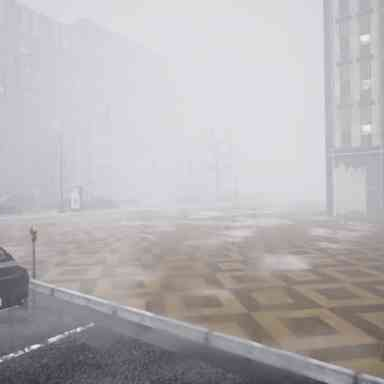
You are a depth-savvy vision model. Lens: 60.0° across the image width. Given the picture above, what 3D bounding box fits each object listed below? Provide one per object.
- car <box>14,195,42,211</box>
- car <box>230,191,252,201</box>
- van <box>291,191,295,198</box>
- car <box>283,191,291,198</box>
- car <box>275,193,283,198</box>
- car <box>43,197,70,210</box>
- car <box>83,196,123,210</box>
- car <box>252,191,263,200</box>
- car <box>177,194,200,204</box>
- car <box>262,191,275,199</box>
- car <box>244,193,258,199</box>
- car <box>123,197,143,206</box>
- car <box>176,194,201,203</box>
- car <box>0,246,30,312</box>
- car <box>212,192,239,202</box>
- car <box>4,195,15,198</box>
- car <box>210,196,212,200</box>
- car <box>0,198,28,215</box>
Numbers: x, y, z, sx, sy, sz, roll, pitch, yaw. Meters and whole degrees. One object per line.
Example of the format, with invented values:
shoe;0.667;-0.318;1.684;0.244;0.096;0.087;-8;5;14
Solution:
car;-20.244;1.225;37.691;2.192;1.841;5.009;-1;0;36
car;9.231;1.046;64.122;1.887;1.381;4.507;-1;0;36
van;25.432;0.653;86.511;1.690;1.788;3.998;-1;0;36
car;22.194;0.930;82.033;1.802;1.307;4.206;-1;0;36
car;18.953;0.936;77.555;2.008;1.369;4.403;-1;0;36
car;-15.090;1.358;40.395;1.812;1.442;4.674;-1;0;36
car;-10.214;1.184;37.254;1.967;1.590;4.097;-1;0;36
car;12.472;1.044;68.599;1.802;1.307;4.206;-1;0;36
car;-0.492;1.060;50.688;1.967;1.590;4.097;-1;0;36
car;15.710;0.739;73.077;2.192;1.841;5.009;-1;0;36
car;15.406;1.038;86.947;1.947;1.339;4.313;-1;0;36
car;-9.383;1.359;48.278;1.895;1.301;4.718;-1;0;36
car;-0.582;1.144;60.284;2.128;1.511;4.902;-1;0;36
car;-4.926;1.553;6.558;4.403;1.369;2.008;0;-1;35
car;5.990;1.091;59.644;2.008;1.369;4.403;-1;0;36
car;-20.654;1.382;32.700;1.882;1.535;5.008;-1;0;37
car;5.683;1.026;73.513;1.967;1.590;4.097;-1;0;36
car;-16.694;1.411;28.298;1.802;1.307;4.206;-1;0;36
